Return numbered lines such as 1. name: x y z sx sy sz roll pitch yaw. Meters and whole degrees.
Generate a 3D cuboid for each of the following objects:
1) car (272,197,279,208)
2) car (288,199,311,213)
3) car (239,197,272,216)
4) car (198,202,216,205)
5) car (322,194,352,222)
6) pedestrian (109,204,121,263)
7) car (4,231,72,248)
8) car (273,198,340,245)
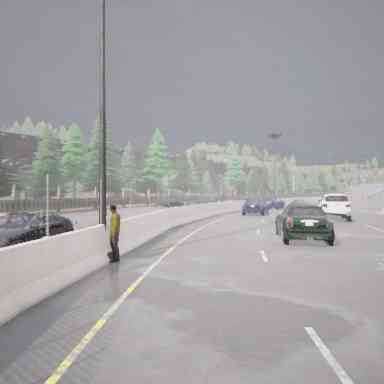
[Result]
1. car: 10.491 1.370 42.657 2.097 1.767 4.553 0 0 28
2. car: 12.585 1.581 38.807 1.994 1.385 4.181 0 0 25
3. car: 6.417 1.366 33.220 2.097 1.767 4.553 0 0 20
4. car: 1.942 1.373 49.234 2.097 1.767 4.553 0 0 29
5. car: 11.577 1.224 27.122 2.150 2.045 5.566 0 -1 19
6. pedestrian: -2.442 1.298 10.536 0.375 1.860 0.375 0 0 6
7. car: -6.169 1.496 12.155 2.128 1.511 4.902 0 0 8
8. car: 5.210 1.359 15.813 2.097 1.767 4.553 0 0 10
